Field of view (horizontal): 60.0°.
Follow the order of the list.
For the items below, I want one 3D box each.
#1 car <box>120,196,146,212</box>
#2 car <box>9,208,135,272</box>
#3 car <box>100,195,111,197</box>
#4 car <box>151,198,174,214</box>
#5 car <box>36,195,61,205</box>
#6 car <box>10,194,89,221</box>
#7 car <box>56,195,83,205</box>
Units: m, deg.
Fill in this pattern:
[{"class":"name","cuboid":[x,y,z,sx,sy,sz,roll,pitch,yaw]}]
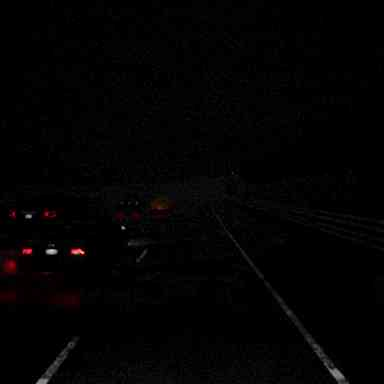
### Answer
[{"class":"car","cuboid":[-6.305,1.160,36.045,2.097,1.767,4.553,0,0,2]},{"class":"car","cuboid":[-3.338,1.464,10.482,2.033,1.411,5.357,0,0,1]},{"class":"car","cuboid":[-15.927,1.279,60.675,2.033,1.411,5.357,0,0,4]},{"class":"car","cuboid":[-2.898,1.296,33.006,1.882,1.535,5.008,0,0,2]},{"class":"car","cuboid":[-23.279,1.270,54.095,1.812,1.442,4.674,0,0,3]},{"class":"car","cuboid":[-6.760,1.098,16.545,2.150,2.045,5.566,0,0,1]},{"class":"car","cuboid":[-19.785,1.299,53.952,2.033,1.411,5.357,0,0,3]}]
